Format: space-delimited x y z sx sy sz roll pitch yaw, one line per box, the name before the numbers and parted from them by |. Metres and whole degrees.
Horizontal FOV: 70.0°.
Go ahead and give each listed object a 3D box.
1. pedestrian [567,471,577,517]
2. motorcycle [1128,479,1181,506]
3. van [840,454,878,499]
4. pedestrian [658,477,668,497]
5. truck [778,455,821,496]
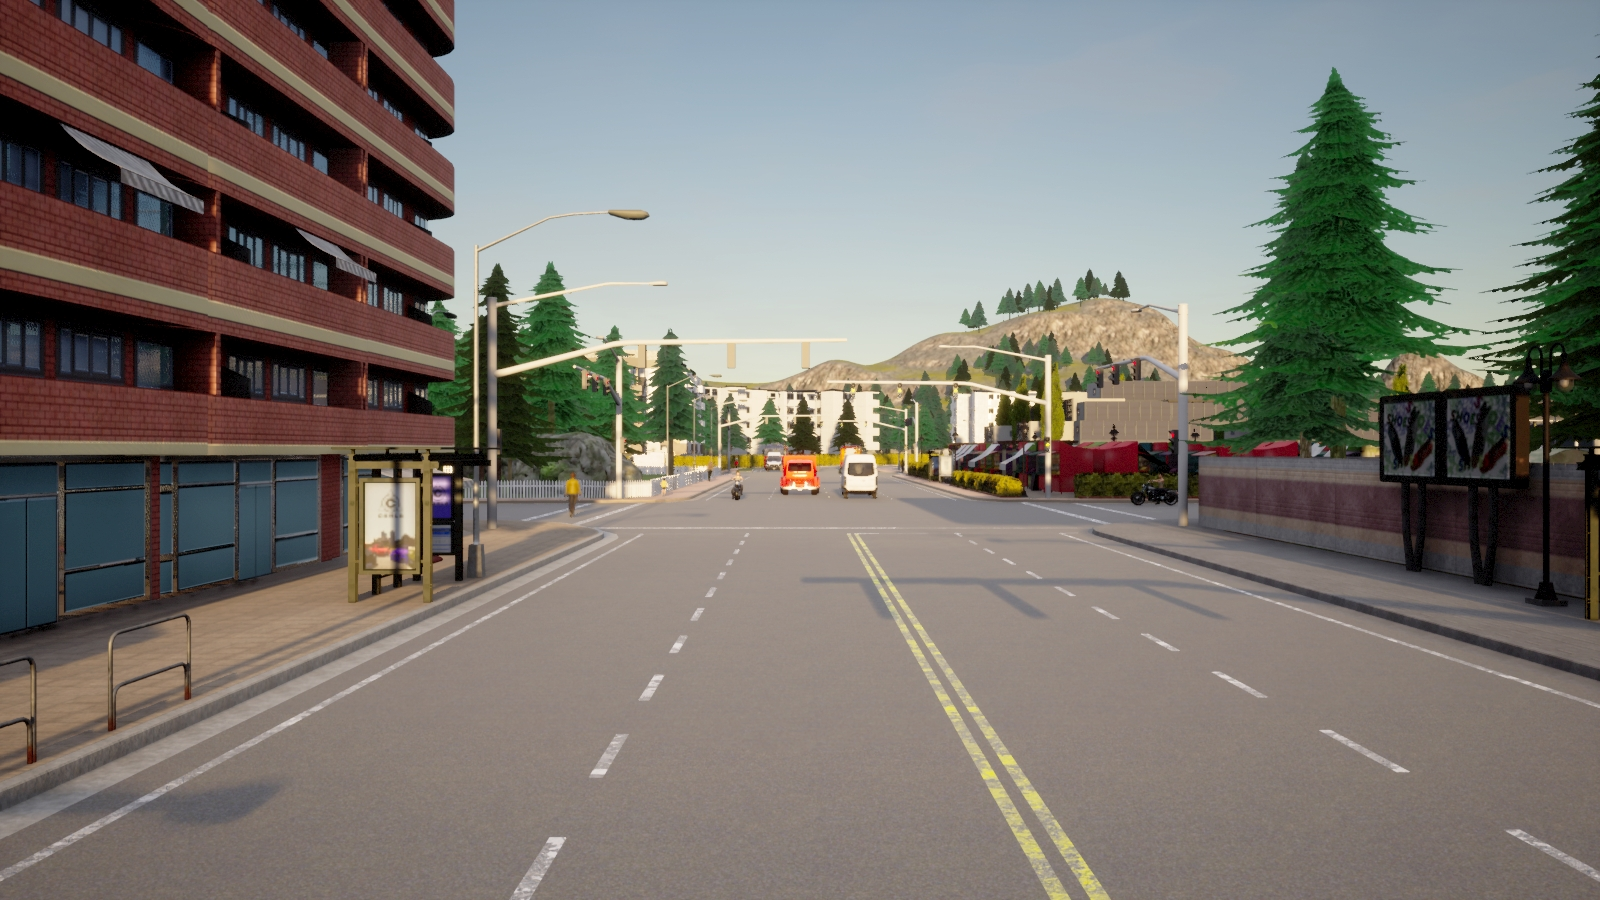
pedestrian | -9.242 1.795 46.360 0.375 1.860 0.375 0 0 -7
motorcycle | 17.582 2.102 56.689 2.356 1.307 0.764 0 0 0
van | 3.502 1.537 68.624 1.988 2.561 5.915 0 0 0
pedestrian | -7.731 2.079 64.674 0.500 1.100 0.500 0 0 2
truck | -0.006 1.572 72.542 2.627 2.467 5.204 0 0 0
